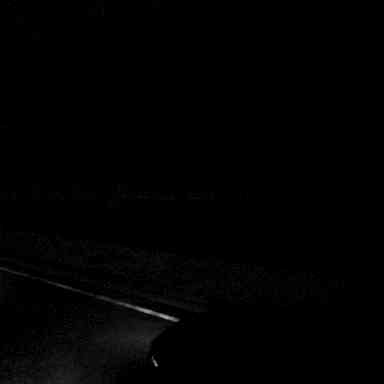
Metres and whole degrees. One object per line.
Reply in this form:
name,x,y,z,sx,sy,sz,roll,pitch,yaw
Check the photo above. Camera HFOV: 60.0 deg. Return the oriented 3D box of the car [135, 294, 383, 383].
car,1.665,1.528,2.372,4.674,1.442,1.812,1,0,36
